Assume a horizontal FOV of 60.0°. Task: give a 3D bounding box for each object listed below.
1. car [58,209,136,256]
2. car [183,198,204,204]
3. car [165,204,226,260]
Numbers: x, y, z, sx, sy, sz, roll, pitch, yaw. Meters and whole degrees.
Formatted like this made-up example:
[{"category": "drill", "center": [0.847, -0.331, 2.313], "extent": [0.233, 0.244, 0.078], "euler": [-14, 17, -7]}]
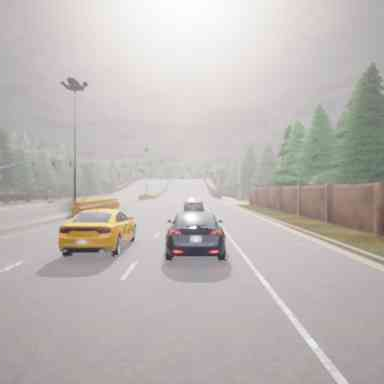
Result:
[{"category": "car", "center": [-3.383, 1.380, 12.734], "extent": [1.882, 1.535, 5.008], "euler": [0, 0, 0]}, {"category": "car", "center": [0.139, 1.263, 31.360], "extent": [2.128, 1.511, 4.902], "euler": [0, 0, 0]}, {"category": "car", "center": [0.115, 1.414, 12.155], "extent": [2.163, 1.488, 4.792], "euler": [0, 0, 0]}]
